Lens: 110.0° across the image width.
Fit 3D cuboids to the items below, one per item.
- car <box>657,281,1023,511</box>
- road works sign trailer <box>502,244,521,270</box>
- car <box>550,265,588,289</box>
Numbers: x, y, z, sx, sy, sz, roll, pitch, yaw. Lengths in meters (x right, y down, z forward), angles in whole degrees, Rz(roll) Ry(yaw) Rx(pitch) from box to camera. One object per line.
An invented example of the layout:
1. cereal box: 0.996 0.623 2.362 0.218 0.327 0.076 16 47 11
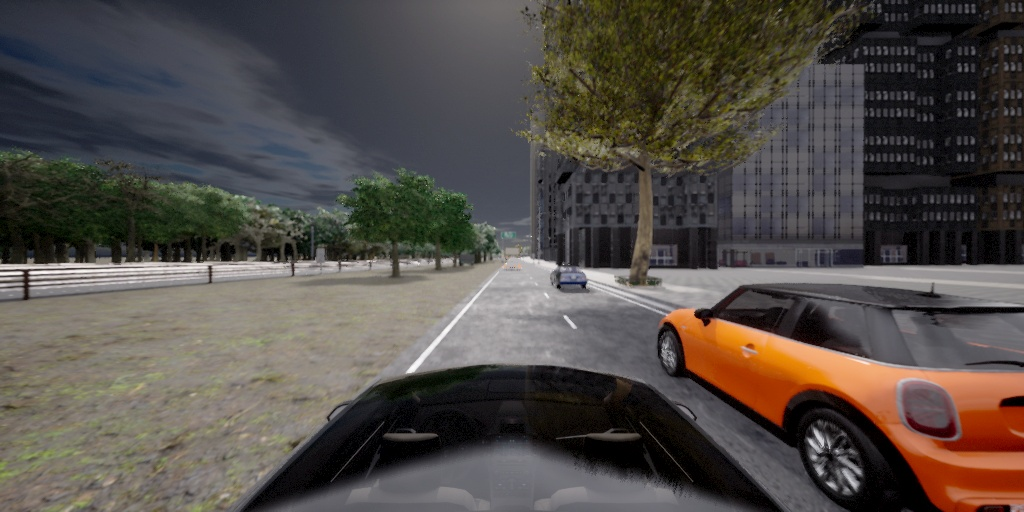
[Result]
1. car: 3.596 1.099 4.486 2.097 1.767 4.553 0 0 0
2. road works sign trailer: 0.017 0.328 55.918 2.380 3.560 2.880 0 0 0
3. car: 3.598 1.303 23.424 2.033 1.411 5.357 0 0 0
